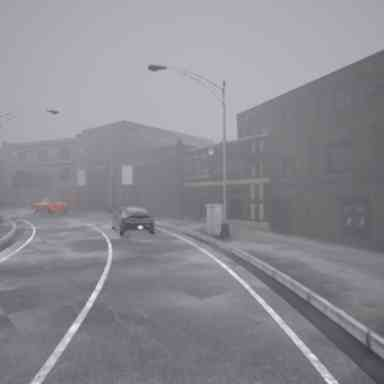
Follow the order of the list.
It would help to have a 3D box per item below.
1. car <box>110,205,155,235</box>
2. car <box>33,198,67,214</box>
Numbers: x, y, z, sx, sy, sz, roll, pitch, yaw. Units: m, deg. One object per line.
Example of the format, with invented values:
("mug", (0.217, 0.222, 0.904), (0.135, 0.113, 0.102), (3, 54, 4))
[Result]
("car", (-3.481, 1.543, 19.119), (1.837, 1.490, 4.892), (1, 0, -21))
("car", (-15.368, 1.385, 35.936), (4.553, 1.767, 2.097), (0, -1, 43))
